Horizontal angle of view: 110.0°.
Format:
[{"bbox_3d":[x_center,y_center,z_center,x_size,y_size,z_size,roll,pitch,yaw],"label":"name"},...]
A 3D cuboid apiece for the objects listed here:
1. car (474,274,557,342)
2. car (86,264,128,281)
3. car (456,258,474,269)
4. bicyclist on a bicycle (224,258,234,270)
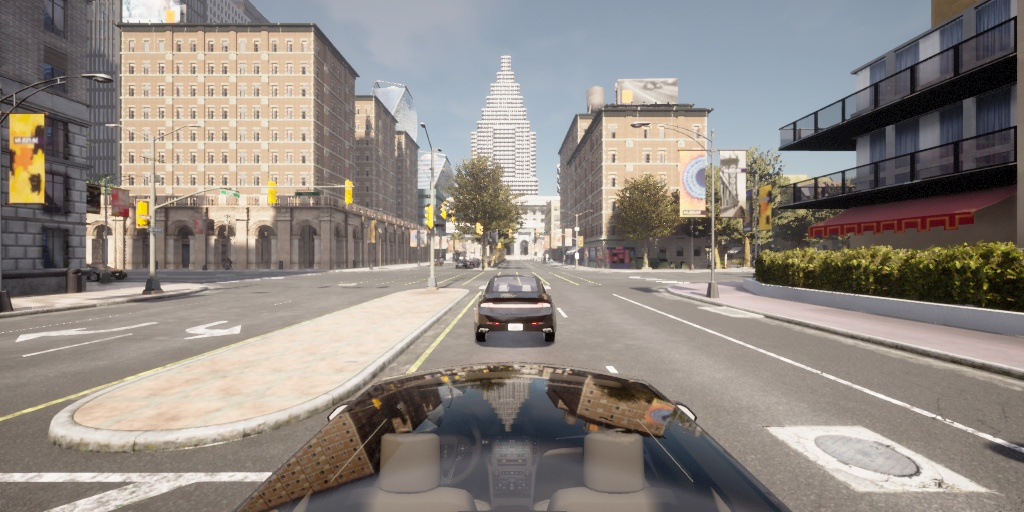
[{"bbox_3d":[0.082,1.242,9.759,2.128,1.511,4.902,0,0,0],"label":"car"},{"bbox_3d":[-34.161,1.314,29.213,4.181,1.385,1.994,0,0,0],"label":"car"},{"bbox_3d":[-8.006,1.241,58.508,2.128,1.511,4.902,0,0,0],"label":"car"},{"bbox_3d":[-37.240,1.050,47.167,0.582,1.620,1.656,0,0,0],"label":"bicyclist on a bicycle"}]
